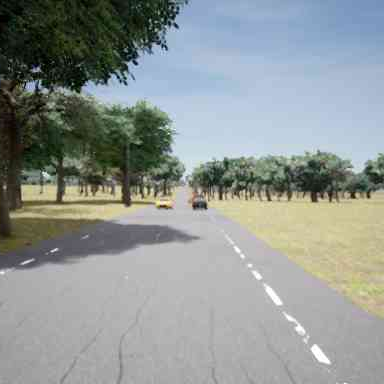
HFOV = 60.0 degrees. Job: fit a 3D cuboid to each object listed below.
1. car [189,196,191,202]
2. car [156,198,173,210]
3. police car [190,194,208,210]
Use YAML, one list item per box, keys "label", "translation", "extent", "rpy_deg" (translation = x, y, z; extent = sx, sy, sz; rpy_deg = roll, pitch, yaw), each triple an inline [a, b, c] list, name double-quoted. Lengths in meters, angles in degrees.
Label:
- label: "car"
  translation: [1.047, 1.319, 53.504]
  extent: [2.150, 2.045, 5.566]
  rpy_deg: [0, -1, 0]
- label: "car"
  translation: [-3.583, 1.503, 43.656]
  extent: [1.882, 1.535, 5.008]
  rpy_deg: [0, 0, 0]
- label: "police car"
  translation: [1.047, 1.451, 43.580]
  extent: [1.930, 1.638, 5.238]
  rpy_deg: [0, 0, 0]
